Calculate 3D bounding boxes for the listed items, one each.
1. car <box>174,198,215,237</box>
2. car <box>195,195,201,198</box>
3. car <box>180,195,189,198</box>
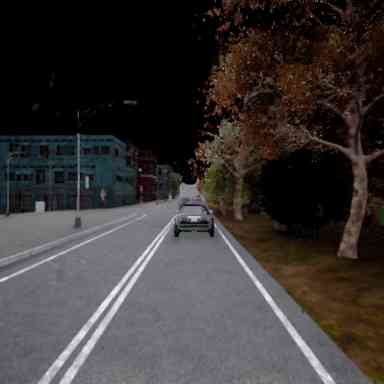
[{"bbox_3d":[0.124,1.439,18.882,2.097,1.767,4.553,0,0,0],"label":"car"},{"bbox_3d":[1.482,1.795,85.883,2.033,1.411,5.357,0,0,2],"label":"car"},{"bbox_3d":[-1.825,1.638,84.163,2.097,1.767,4.553,0,0,2],"label":"car"}]
